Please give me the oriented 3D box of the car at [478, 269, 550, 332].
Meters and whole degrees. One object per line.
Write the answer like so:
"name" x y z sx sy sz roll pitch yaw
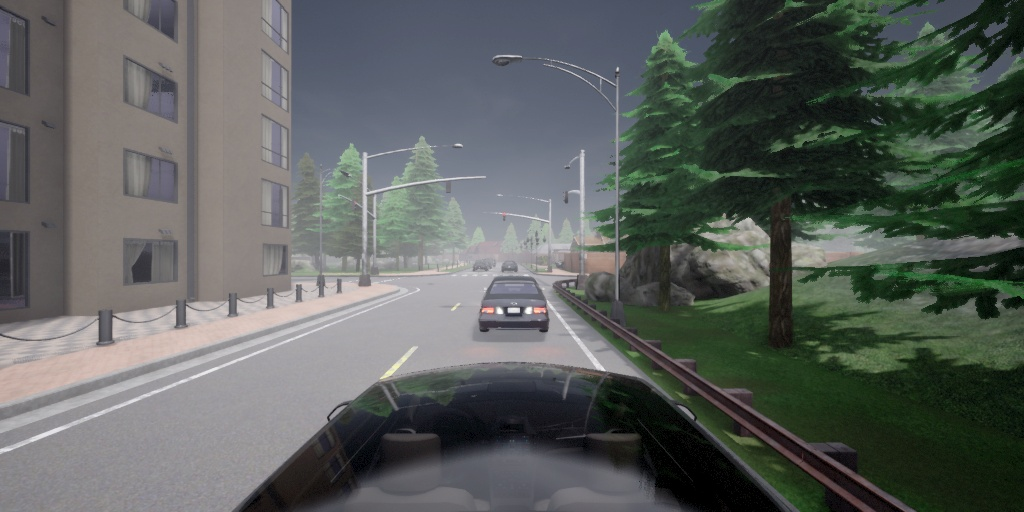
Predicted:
"car" 0.066 1.297 10.778 2.033 1.411 5.357 0 0 1

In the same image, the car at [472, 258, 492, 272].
"car" -4.012 1.225 46.336 1.837 1.490 4.892 0 0 0

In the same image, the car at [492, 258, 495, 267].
"car" -4.068 1.225 55.802 1.837 1.490 4.892 0 0 0

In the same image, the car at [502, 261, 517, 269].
"car" -0.315 1.284 46.086 1.994 1.385 4.181 0 0 0
